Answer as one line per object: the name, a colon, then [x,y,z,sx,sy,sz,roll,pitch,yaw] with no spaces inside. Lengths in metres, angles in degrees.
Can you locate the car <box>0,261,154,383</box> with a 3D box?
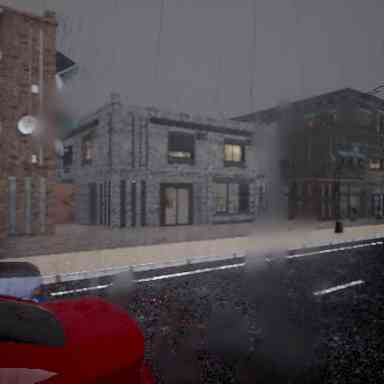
car: [-2.638,1.463,1.804,5.008,1.535,1.882,1,0,-36]

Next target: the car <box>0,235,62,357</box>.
car: [-4.742,1.529,4.295,5.357,1.411,2.033,1,0,-36]
